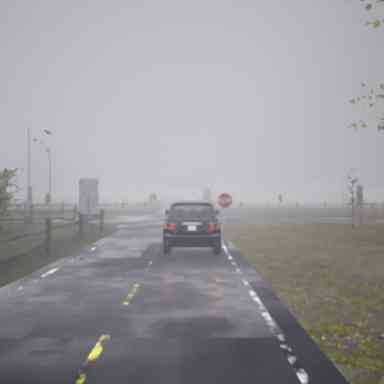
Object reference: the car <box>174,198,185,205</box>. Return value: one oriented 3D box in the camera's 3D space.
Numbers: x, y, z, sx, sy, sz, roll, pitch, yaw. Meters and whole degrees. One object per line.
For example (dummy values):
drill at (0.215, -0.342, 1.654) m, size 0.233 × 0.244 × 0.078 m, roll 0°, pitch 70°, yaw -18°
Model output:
car at (-2.730, 2.047, 73.819) m, size 2.128 × 1.511 × 4.902 m, roll 0°, pitch 0°, yaw 0°

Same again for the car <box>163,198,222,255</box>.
car at (0.004, 1.341, 14.023) m, size 2.150 × 2.045 × 5.566 m, roll 0°, pitch 0°, yaw 0°
